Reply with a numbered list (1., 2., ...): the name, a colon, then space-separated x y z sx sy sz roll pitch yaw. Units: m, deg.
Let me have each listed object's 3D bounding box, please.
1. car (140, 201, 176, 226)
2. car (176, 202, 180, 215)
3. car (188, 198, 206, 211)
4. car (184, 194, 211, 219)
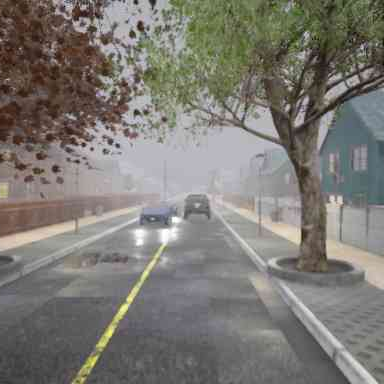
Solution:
1. car: -2.414 1.432 23.363 1.882 1.535 5.008 0 0 1
2. car: -2.266 1.535 32.812 1.895 1.301 4.718 0 0 1
3. car: 0.611 1.478 40.210 2.033 1.411 5.357 0 0 1
4. car: 0.469 1.174 28.372 2.150 2.045 5.566 0 0 1
